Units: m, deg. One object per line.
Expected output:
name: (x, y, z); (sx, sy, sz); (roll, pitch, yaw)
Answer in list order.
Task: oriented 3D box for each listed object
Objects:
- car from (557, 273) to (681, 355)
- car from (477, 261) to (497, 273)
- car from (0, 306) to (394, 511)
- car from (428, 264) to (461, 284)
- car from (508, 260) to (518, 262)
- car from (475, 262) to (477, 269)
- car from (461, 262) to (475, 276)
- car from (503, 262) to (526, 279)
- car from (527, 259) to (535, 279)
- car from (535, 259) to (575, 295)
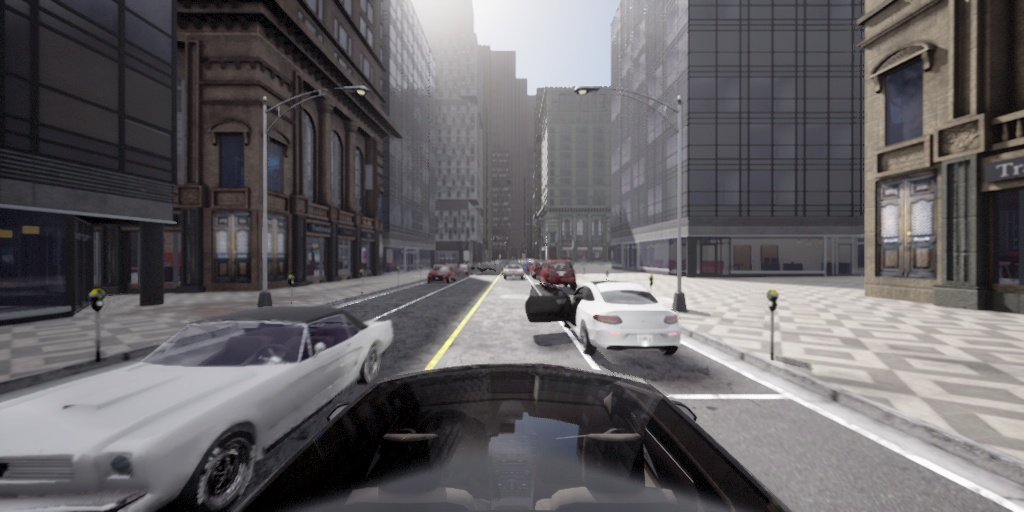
car: (2.366, 1.312, 8.676); (1.812, 1.442, 4.674); (0, 0, 0)
car: (-2.894, 1.316, 46.292); (2.033, 1.411, 5.357); (0, 0, 0)
car: (-3.097, 1.364, 4.329); (1.895, 1.301, 4.718); (0, 0, 0)
car: (-5.605, 1.437, 29.057); (1.888, 1.381, 4.507); (0, 0, 0)
car: (0.159, 1.328, 47.904); (2.097, 1.767, 4.553); (0, 0, 1)
car: (-5.536, 1.578, 57.303); (1.948, 1.339, 4.313); (0, 0, 0)
car: (-5.577, 1.526, 40.355); (1.802, 1.307, 4.207); (0, 0, 0)
car: (0.146, 1.521, 34.892); (1.895, 1.301, 4.718); (0, 0, 0)
car: (2.934, 1.233, 34.688); (2.192, 1.841, 5.009); (0, 0, 0)
car: (2.907, 1.178, 23.390); (2.192, 1.841, 5.009); (0, 0, 0)
